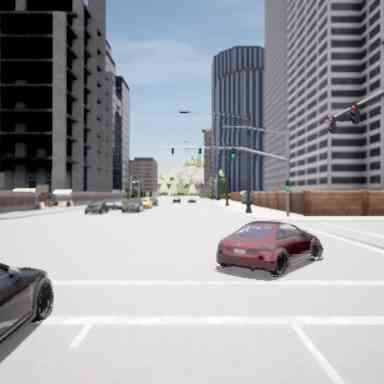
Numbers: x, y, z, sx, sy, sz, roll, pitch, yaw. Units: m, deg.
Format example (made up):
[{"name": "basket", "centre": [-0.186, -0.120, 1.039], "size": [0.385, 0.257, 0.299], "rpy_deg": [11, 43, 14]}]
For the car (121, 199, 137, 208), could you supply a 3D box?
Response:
[{"name": "car", "centre": [-10.518, 1.832, 55.702], "size": [1.994, 1.385, 4.181], "rpy_deg": [0, 0, 0]}]

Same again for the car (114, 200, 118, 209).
[{"name": "car", "centre": [-10.556, 1.825, 46.555], "size": [1.895, 1.301, 4.718], "rpy_deg": [0, 0, 0]}]

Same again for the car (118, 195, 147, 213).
[{"name": "car", "centre": [-7.088, 1.545, 39.986], "size": [2.097, 1.767, 4.553], "rpy_deg": [0, 0, 0]}]

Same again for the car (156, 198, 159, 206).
[{"name": "car", "centre": [-7.006, 1.792, 59.519], "size": [1.837, 1.490, 4.892], "rpy_deg": [0, 0, 0]}]

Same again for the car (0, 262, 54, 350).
[{"name": "car", "centre": [-3.543, 1.587, 4.630], "size": [1.994, 1.385, 4.181], "rpy_deg": [0, 0, -3]}]

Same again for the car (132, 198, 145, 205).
[{"name": "car", "centre": [-10.507, 1.880, 65.697], "size": [1.994, 1.385, 4.181], "rpy_deg": [0, 0, 0]}]

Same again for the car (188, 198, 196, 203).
[{"name": "car", "centre": [-0.008, 1.967, 77.196], "size": [1.895, 1.301, 4.718], "rpy_deg": [0, 0, 0]}]

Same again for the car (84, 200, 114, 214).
[{"name": "car", "centre": [-10.595, 1.706, 37.447], "size": [1.812, 1.442, 4.674], "rpy_deg": [0, 0, 0]}]

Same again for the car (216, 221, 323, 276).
[{"name": "car", "centre": [2.607, 1.616, 10.730], "size": [1.994, 1.385, 4.181], "rpy_deg": [-1, -1, 40]}]

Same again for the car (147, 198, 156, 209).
[{"name": "car", "centre": [-7.035, 1.715, 49.321], "size": [1.882, 1.535, 5.008], "rpy_deg": [0, 0, 0]}]

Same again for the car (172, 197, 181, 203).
[{"name": "car", "centre": [-3.508, 1.897, 77.167], "size": [2.128, 1.511, 4.902], "rpy_deg": [0, 0, 0]}]
